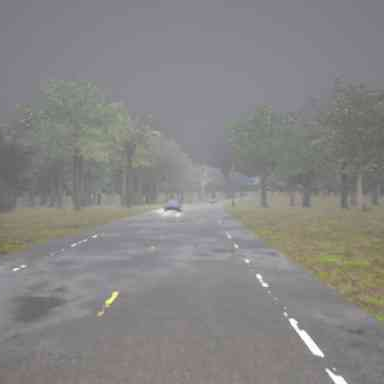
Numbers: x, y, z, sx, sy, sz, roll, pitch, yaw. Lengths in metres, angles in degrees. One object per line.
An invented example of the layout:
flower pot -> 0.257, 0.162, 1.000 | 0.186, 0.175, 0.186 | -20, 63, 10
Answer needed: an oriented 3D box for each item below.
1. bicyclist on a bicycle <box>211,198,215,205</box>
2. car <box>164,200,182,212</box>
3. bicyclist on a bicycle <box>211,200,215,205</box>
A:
bicyclist on a bicycle -> 5.517, 2.499, 86.532 | 0.866, 1.612, 1.509 | 0, 0, 6
car -> -2.422, 1.797, 43.240 | 1.882, 1.535, 5.008 | 0, -1, 3
bicyclist on a bicycle -> 4.672, 2.342, 78.082 | 0.866, 1.612, 1.509 | 0, -1, 5
